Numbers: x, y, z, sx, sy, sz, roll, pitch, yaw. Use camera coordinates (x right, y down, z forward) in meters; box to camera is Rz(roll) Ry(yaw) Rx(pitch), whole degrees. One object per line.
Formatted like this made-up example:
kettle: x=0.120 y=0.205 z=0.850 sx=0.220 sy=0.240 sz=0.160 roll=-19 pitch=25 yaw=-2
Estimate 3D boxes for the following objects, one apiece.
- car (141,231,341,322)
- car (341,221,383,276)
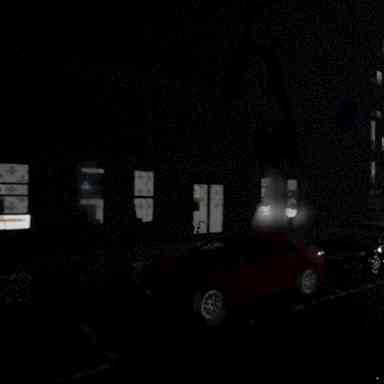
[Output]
car: x=1.065 y=1.590 z=7.314 sx=4.507 sy=1.381 sz=1.887 roll=1 pitch=0 yaw=-36
car: x=5.685 y=1.646 z=10.610 sx=4.403 sy=1.369 sz=2.008 roll=1 pitch=0 yaw=-36
